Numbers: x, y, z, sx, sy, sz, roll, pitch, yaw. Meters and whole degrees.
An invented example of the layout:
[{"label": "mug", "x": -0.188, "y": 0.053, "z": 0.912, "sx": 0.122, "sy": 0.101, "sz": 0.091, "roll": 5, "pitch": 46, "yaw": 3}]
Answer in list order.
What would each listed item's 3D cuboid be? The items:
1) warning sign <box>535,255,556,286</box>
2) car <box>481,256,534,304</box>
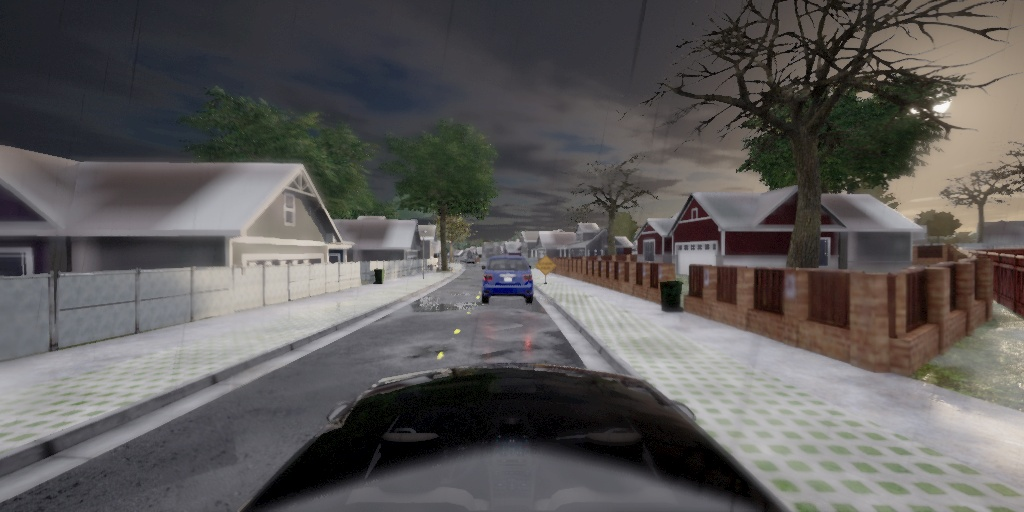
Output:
[{"label": "warning sign", "x": 2.072, "y": 0.865, "z": 22.136, "sx": 1.300, "sy": 1.860, "sz": 1.060, "roll": 0, "pitch": 0, "yaw": -2}, {"label": "car", "x": -0.240, "y": 1.008, "z": 16.610, "sx": 2.150, "sy": 2.045, "sz": 5.566, "roll": 0, "pitch": 0, "yaw": -2}]
